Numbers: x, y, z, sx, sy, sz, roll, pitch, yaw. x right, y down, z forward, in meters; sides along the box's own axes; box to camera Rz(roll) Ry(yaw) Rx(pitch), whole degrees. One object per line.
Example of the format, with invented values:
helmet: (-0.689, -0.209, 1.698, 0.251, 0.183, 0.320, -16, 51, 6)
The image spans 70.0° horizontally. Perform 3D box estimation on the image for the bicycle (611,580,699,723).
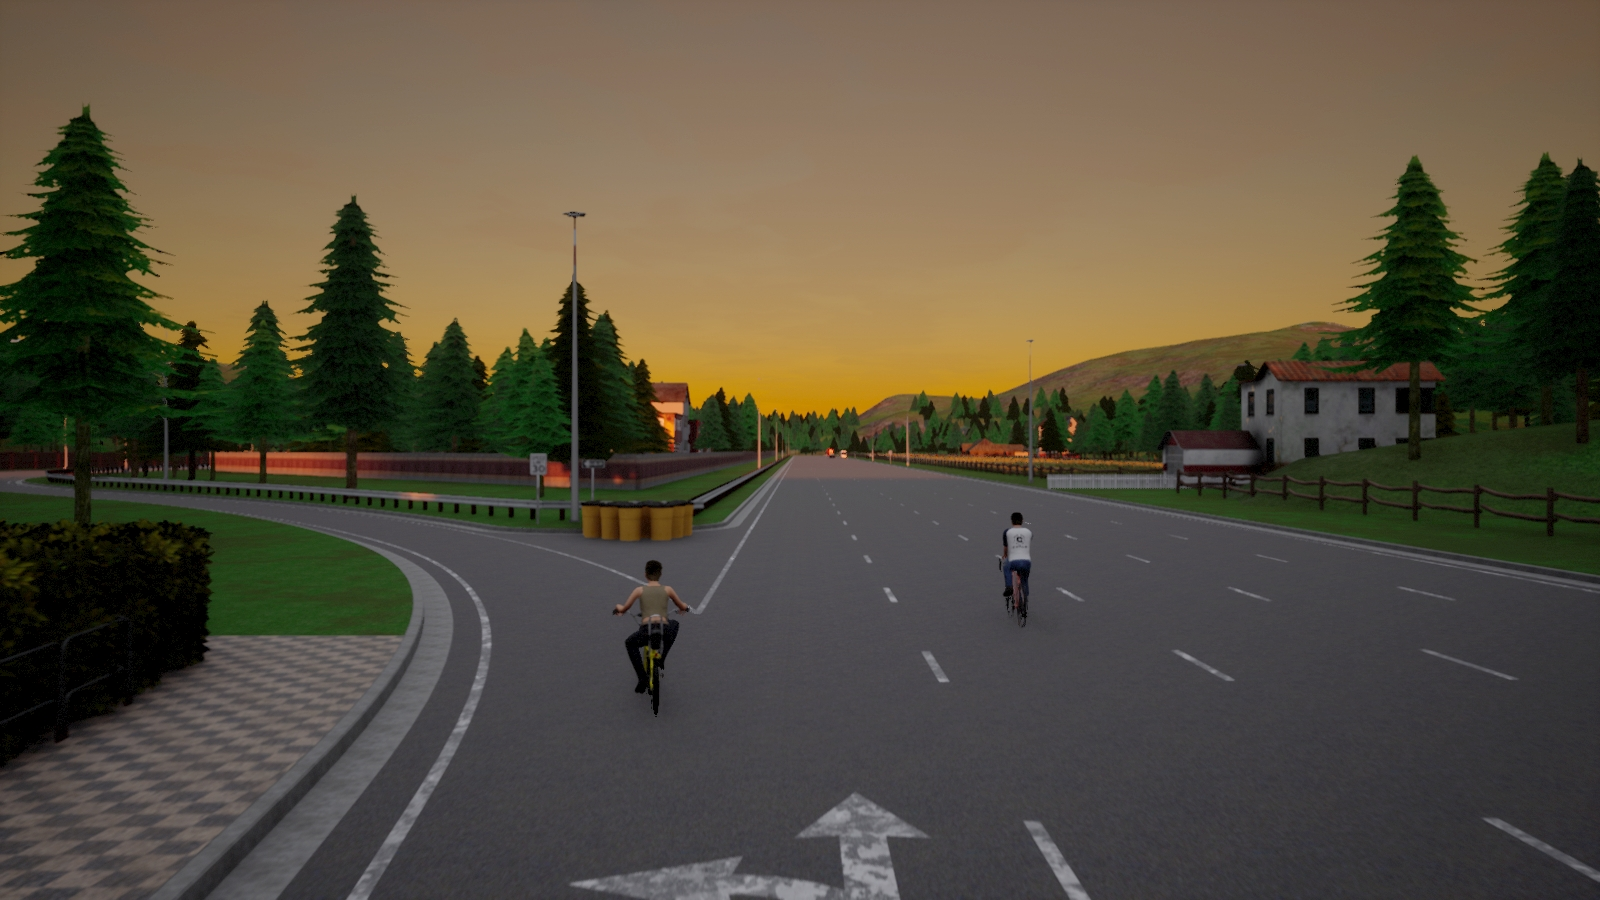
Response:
bicycle: (-1.617, 2.161, 12.543, 0.859, 1.276, 1.487, 0, 0, -11)

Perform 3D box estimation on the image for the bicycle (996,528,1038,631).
bicycle: (3.499, 2.061, 18.531, 0.373, 1.496, 1.643, 0, 0, 0)
